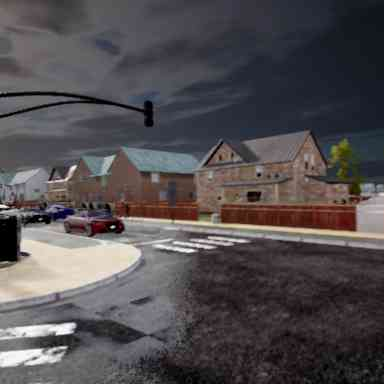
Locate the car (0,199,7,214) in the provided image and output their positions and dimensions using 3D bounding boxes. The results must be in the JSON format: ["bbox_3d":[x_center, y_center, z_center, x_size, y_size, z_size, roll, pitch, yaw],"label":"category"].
[{"bbox_3d":[-20.252,1.700,33.626,5.566,2.045,2.150,-1,-1,45],"label":"car"}]

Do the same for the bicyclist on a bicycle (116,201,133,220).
[{"bbox_3d":[-5.535,1.549,27.337,0.582,1.620,1.656,-1,-1,45],"label":"bicyclist on a bicycle"}]

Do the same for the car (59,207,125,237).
[{"bbox_3d":[-5.672,1.730,19.236,4.181,1.385,1.994,-1,-1,44],"label":"car"}]

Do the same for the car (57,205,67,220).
[{"bbox_3d":[-12.151,1.871,29.772,4.674,1.442,1.812,-1,-1,45],"label":"car"}]

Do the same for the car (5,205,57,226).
[{"bbox_3d":[-12.757,1.876,26.210,4.181,1.385,1.994,-1,-1,44],"label":"car"}]
